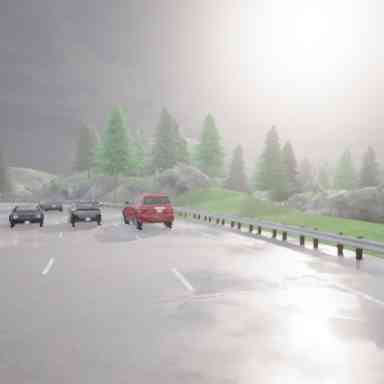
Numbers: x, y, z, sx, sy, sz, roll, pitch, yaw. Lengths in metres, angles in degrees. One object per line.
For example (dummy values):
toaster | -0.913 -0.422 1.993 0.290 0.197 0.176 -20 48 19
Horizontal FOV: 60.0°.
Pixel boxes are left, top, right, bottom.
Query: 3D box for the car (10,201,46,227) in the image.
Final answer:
car | -11.009 1.539 22.236 1.895 1.301 4.718 0 0 -26

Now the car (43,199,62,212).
car | -15.734 1.460 36.733 1.994 1.385 4.181 0 0 -36

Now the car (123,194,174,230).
car | -2.888 1.162 21.166 2.150 2.045 5.566 0 0 -23

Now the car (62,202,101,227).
car | -7.406 1.428 22.666 2.128 1.511 4.902 0 0 -24
